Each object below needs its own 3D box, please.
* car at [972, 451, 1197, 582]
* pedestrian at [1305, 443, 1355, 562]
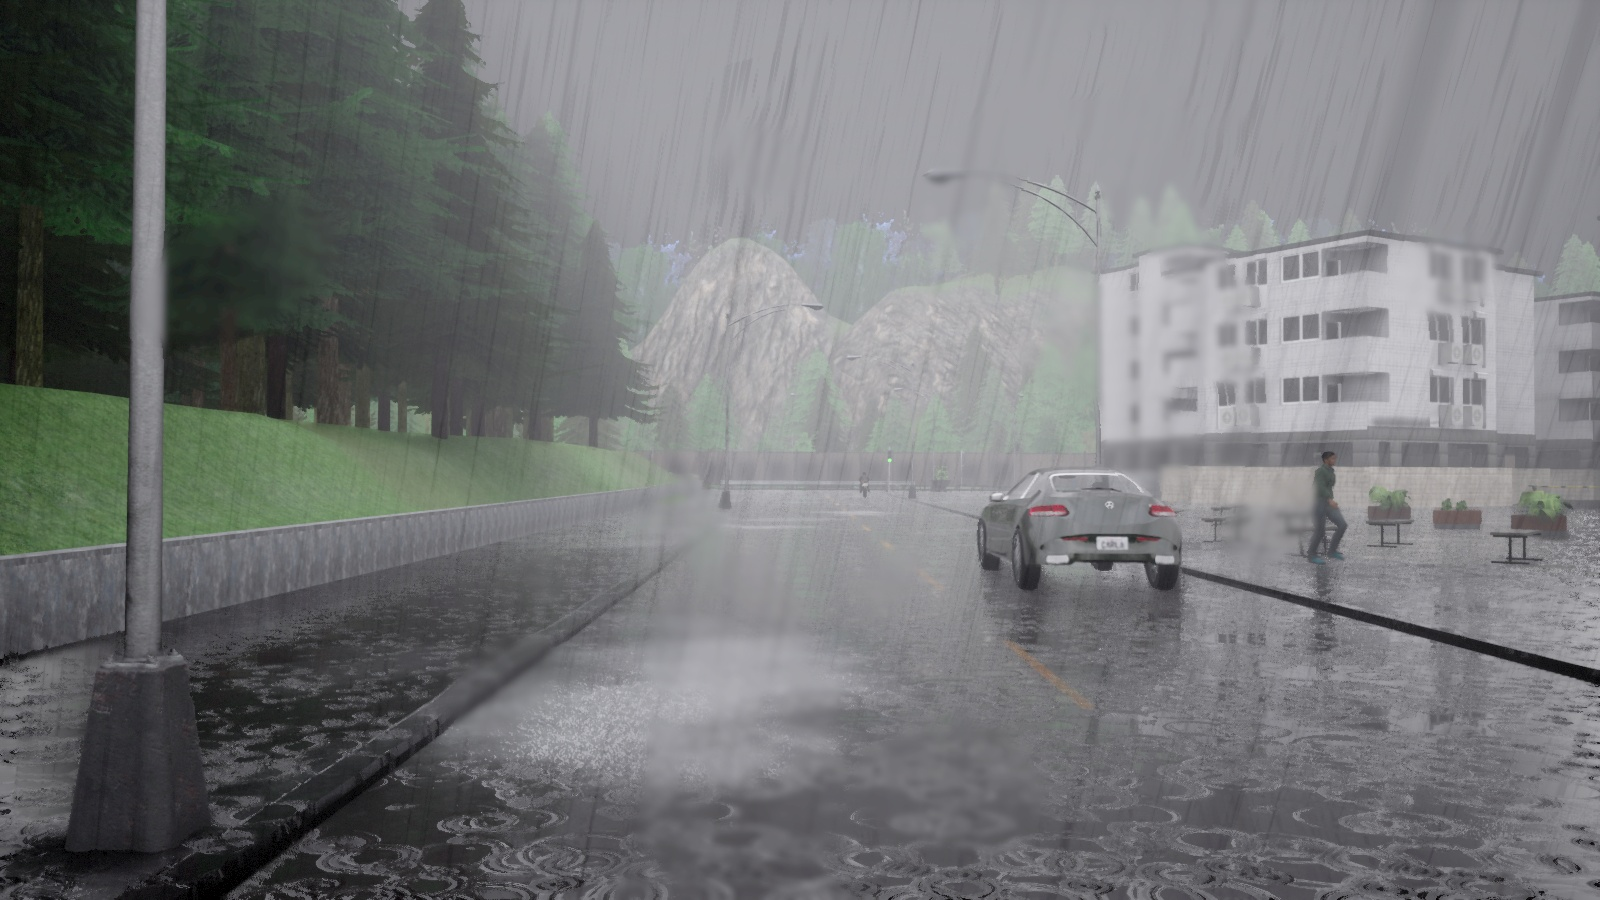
[{"bbox_3d":[3.958,0.887,18.477,2.152,1.651,5.027,0,-1,0],"label":"car"},{"bbox_3d":[8.384,0.824,19.884,0.353,1.847,0.614,1,-1,-37],"label":"pedestrian"}]
